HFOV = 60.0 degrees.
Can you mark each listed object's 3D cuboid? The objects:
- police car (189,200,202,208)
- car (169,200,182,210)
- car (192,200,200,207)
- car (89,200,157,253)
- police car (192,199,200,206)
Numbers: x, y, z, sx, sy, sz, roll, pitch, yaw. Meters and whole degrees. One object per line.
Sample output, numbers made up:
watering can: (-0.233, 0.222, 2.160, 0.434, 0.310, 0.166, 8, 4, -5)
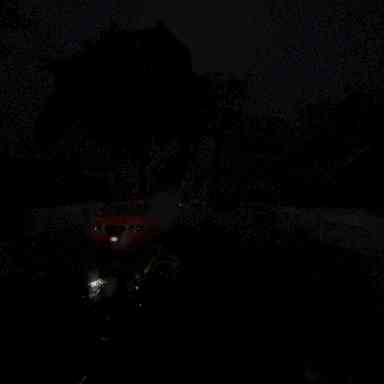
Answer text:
police car: (0.895, 2.369, 66.290, 1.930, 1.638, 5.238, 0, -1, 0)
car: (-2.753, 2.122, 56.053, 2.097, 1.767, 4.553, 0, -1, 0)
car: (0.905, 2.640, 76.182, 1.812, 1.442, 4.674, 0, -1, 0)
car: (-2.835, 1.394, 14.894, 2.150, 2.045, 5.566, 0, -1, 0)
police car: (0.911, 2.650, 82.296, 1.930, 1.638, 5.238, 0, -1, 0)
